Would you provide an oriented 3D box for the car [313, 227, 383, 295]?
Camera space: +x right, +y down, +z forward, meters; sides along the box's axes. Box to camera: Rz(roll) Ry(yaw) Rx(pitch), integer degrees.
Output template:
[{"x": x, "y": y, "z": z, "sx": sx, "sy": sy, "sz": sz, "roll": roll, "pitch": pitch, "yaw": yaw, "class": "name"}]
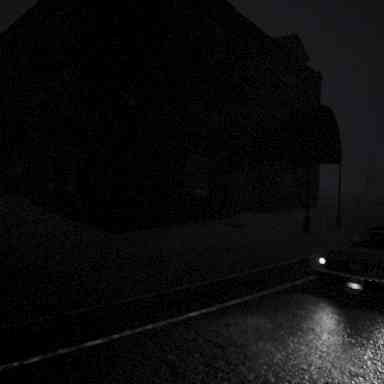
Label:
[{"x": 4.947, "y": 1.590, "z": 8.236, "sx": 4.718, "sy": 1.301, "sz": 1.895, "roll": 0, "pitch": 0, "yaw": -42, "class": "car"}]
